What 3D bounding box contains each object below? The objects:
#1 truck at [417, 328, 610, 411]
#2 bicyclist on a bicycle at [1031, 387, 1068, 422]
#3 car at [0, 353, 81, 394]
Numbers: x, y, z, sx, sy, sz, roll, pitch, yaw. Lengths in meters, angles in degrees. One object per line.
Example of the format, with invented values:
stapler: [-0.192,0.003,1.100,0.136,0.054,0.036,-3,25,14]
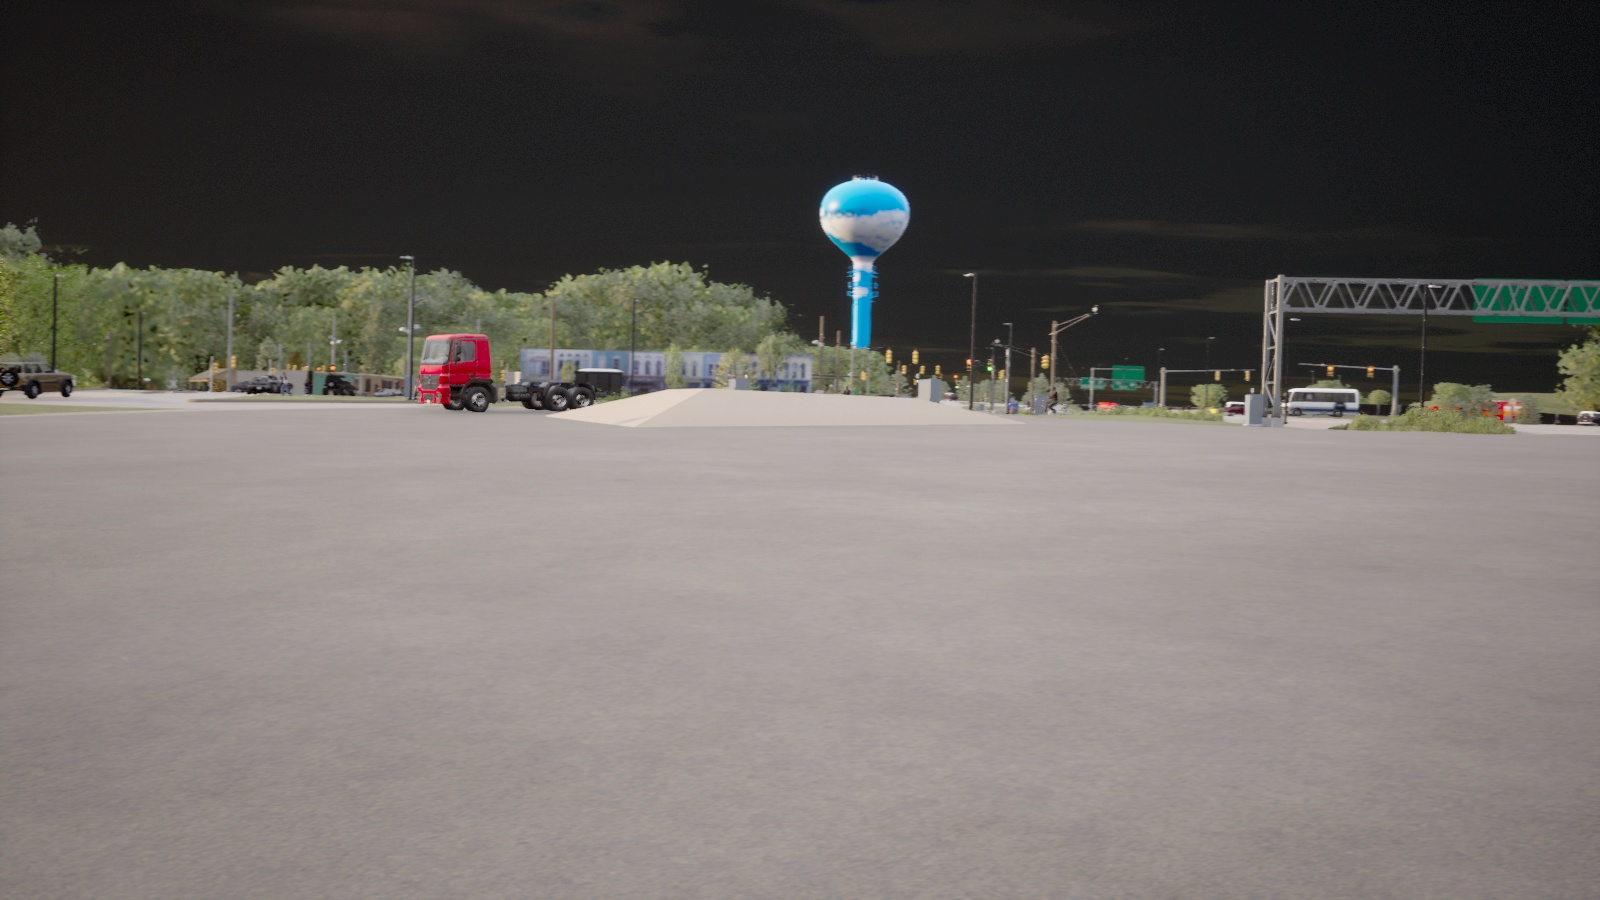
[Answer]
truck: [-12.691,-3.545,56.119,7.936,3.462,2.891,-2,4,-38]
bicyclist on a bicycle: [13.526,-2.470,68.010,1.843,1.776,0.659,2,3,6]
car: [-37.406,-3.751,61.387,1.932,1.855,4.605,3,4,-1]
